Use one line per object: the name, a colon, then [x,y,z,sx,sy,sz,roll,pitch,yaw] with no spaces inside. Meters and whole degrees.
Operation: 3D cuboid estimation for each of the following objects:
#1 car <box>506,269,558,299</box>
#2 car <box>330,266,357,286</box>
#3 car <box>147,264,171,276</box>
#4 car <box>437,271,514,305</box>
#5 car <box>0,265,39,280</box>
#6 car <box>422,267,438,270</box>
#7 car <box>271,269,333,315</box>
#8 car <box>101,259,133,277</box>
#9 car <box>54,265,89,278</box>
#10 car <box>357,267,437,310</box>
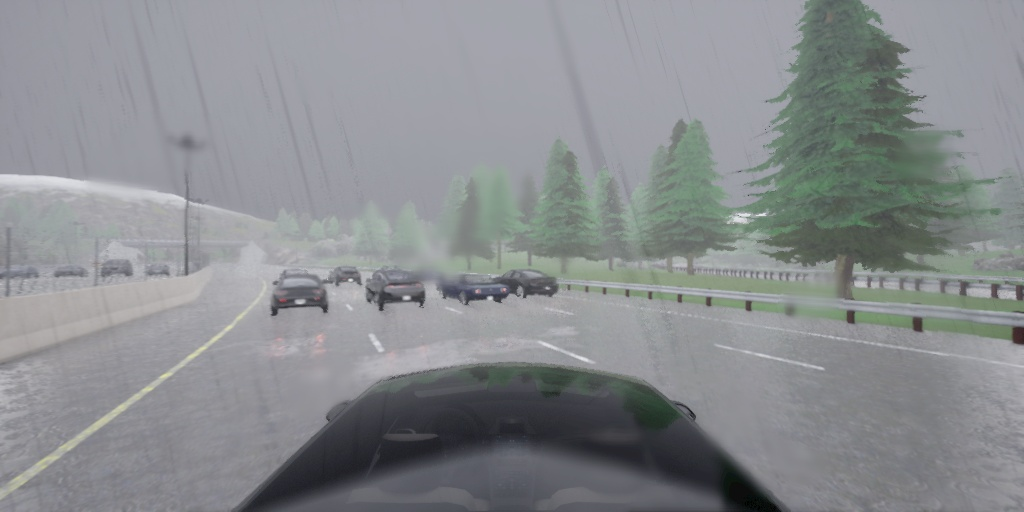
car: [0.516,1.441,19.831,1.882,1.535,5.008,0,-1,-30]
car: [-13.518,1.570,29.022,1.837,1.490,4.892,1,0,-34]
car: [-44.214,1.724,44.954,2.128,1.511,4.902,1,-1,-42]
car: [-2.032,1.533,17.253,1.895,1.301,4.718,0,-1,-30]
car: [-51.958,1.671,37.873,1.812,1.442,4.674,1,-1,-42]
car: [-7.683,1.676,32.879,1.994,1.385,4.181,0,-1,-34]
car: [-8.462,1.420,14.389,1.812,1.442,4.674,0,-1,-30]
car: [-46.754,1.424,42.557,2.150,2.045,5.566,1,-1,-42]
car: [-49.410,1.738,40.267,1.994,1.385,4.181,1,-1,-42]
car: [-5.214,1.405,15.761,2.128,1.511,4.902,0,-1,-30]
